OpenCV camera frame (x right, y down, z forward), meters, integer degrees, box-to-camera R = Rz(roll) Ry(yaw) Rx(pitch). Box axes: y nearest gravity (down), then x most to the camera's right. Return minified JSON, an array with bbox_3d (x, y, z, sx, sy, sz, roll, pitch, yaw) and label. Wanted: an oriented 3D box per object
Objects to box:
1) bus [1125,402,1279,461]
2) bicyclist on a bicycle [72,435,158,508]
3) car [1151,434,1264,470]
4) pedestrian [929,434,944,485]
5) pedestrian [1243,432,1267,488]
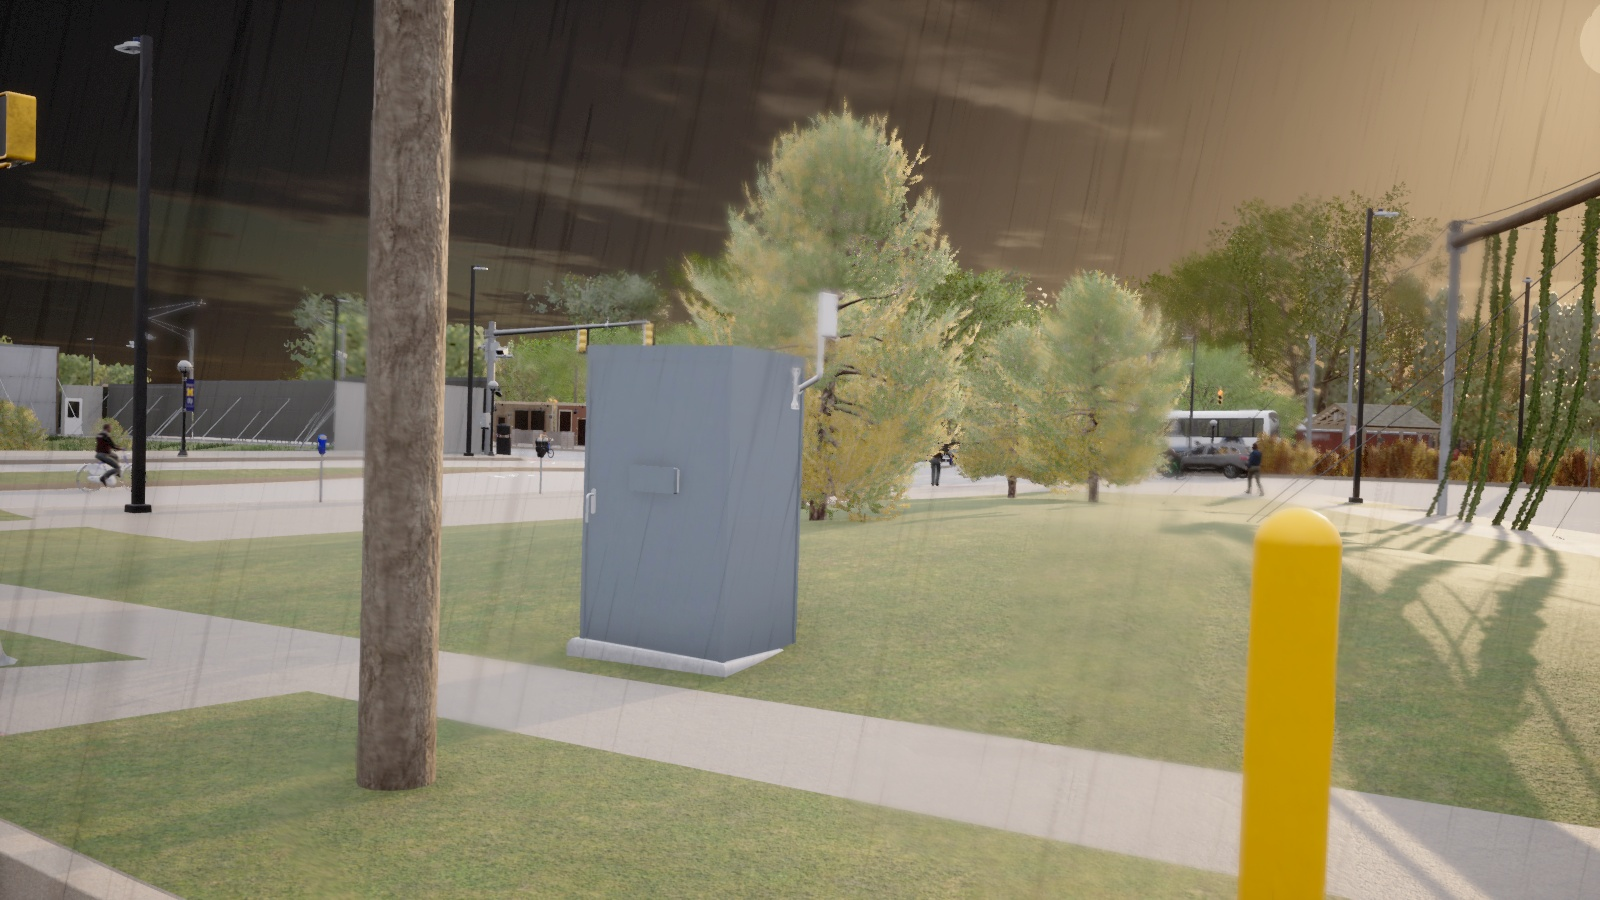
[{"bbox_3d":[29.916,-1.316,93.706,10.273,4.253,3.944,0,1,35],"label":"bus"},{"bbox_3d":[-17.397,0.521,31.921,0.659,1.776,1.843,1,1,31],"label":"bicyclist on a bicycle"},{"bbox_3d":[19.302,0.091,59.530,4.611,1.667,2.242,0,1,34],"label":"car"},{"bbox_3d":[5.262,0.368,48.446,0.402,1.930,0.666,1,2,18],"label":"pedestrian"},{"bbox_3d":[15.285,0.324,42.228,0.370,1.835,0.726,0,2,-15],"label":"pedestrian"}]
